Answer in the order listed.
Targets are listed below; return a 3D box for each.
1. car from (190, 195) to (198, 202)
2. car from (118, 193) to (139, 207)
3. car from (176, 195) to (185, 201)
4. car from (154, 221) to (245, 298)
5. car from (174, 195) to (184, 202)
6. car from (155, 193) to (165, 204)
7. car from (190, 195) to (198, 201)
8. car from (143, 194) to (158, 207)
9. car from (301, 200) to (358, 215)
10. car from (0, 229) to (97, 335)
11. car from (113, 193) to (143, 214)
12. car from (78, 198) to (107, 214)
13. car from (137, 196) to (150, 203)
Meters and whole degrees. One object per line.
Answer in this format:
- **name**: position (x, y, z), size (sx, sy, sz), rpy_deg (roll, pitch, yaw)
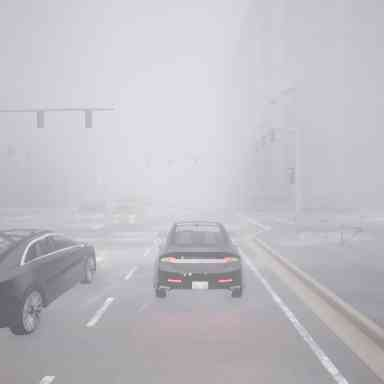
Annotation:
- **car**: position (0.518, 1.593, 76.414), size (1.895, 1.301, 4.718), rpy_deg (0, 0, 0)
- **car**: position (-10.225, 1.222, 54.010), size (2.150, 2.045, 5.566), rpy_deg (0, 0, 1)
- **car**: position (-2.920, 1.523, 85.483), size (2.033, 1.411, 5.357), rpy_deg (0, 0, 0)
- **car**: position (0.134, 1.492, 8.507), size (2.128, 1.511, 4.902), rpy_deg (0, 0, 0)
- **car**: position (-2.986, 1.497, 75.781), size (1.837, 1.490, 4.892), rpy_deg (0, 0, 0)
- **car**: position (-6.568, 1.217, 66.598), size (2.150, 2.045, 5.566), rpy_deg (0, 1, 1)
- **car**: position (0.580, 1.461, 85.459), size (1.882, 1.535, 5.008), rpy_deg (0, 0, 0)
- **car**: position (-6.756, 1.506, 50.297), size (1.837, 1.490, 4.892), rpy_deg (0, 0, 0)
- **car**: position (13.435, 1.492, 32.977), size (5.357, 1.411, 2.033), rpy_deg (0, 0, 0)
- **car**: position (-3.400, 1.492, 6.687), size (2.128, 1.511, 4.902), rpy_deg (0, 0, 1)
- **car**: position (-6.863, 1.328, 35.199), size (2.097, 1.767, 4.553), rpy_deg (0, 0, 0)
- **car**: position (-10.365, 1.449, 34.912), size (1.882, 1.535, 5.008), rpy_deg (0, 0, 0)
- **car**: position (-10.034, 1.563, 68.792), size (1.994, 1.385, 4.181), rpy_deg (0, 0, 0)
